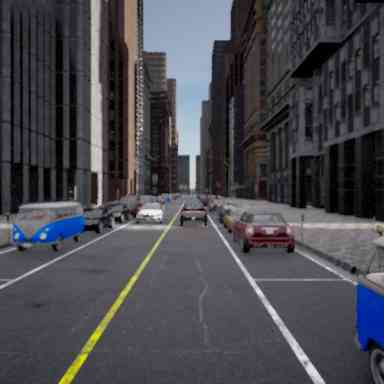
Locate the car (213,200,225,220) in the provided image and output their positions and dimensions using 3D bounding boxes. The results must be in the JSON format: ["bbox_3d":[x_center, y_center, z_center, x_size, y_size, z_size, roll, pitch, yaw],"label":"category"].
[{"bbox_3d":[2.769,1.546,25.008,2.008,1.369,4.403,0,0,0],"label":"car"}]

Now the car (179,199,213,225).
[{"bbox_3d":[0.109,1.486,23.811,2.128,1.511,4.902,0,0,0],"label":"car"}]

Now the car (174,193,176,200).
[{"bbox_3d":[-5.738,1.539,81.366,2.008,1.369,4.403,0,0,0],"label":"car"}]

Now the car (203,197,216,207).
[{"bbox_3d":[2.778,1.535,53.189,1.887,1.381,4.507,0,0,0],"label":"car"}]

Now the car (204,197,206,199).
[{"bbox_3d":[2.774,1.558,41.916,1.947,1.339,4.313,0,0,0],"label":"car"}]

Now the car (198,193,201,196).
[{"bbox_3d":[2.783,1.428,70.097,1.967,1.590,4.097,0,0,0],"label":"car"}]

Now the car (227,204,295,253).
[{"bbox_3d":[2.765,1.437,13.735,1.967,1.590,4.097,0,0,0],"label":"car"}]

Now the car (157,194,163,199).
[{"bbox_3d":[-5.749,1.431,47.547,1.967,1.590,4.097,0,0,0],"label":"car"}]

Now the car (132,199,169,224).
[{"bbox_3d":[-2.991,1.541,25.066,1.812,1.442,4.674,0,0,0],"label":"car"}]

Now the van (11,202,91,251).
[{"bbox_3d":[-5.761,1.338,13.726,1.690,1.788,3.998,0,0,0],"label":"van"}]

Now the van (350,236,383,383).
[{"bbox_3d":[2.761,1.341,2.462,1.690,1.788,3.998,0,0,0],"label":"van"}]

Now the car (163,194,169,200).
[{"bbox_3d":[-5.746,1.429,58.820,1.967,1.590,4.097,0,0,0],"label":"car"}]

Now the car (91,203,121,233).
[{"bbox_3d":[-5.758,1.562,19.363,1.947,1.339,4.313,0,0,0],"label":"car"}]

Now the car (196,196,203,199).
[{"bbox_3d":[0.115,1.592,46.119,1.895,1.301,4.718,0,0,0],"label":"car"}]

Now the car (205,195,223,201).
[{"bbox_3d":[2.772,1.433,36.280,1.967,1.590,4.097,0,0,0],"label":"car"}]

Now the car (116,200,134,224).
[{"bbox_3d":[-5.756,1.561,25.000,1.947,1.339,4.313,0,0,0],"label":"car"}]

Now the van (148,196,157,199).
[{"bbox_3d":[-5.751,1.333,41.910,1.690,1.788,3.998,0,0,0],"label":"van"}]

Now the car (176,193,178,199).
[{"bbox_3d":[-5.735,1.431,92.639,1.967,1.590,4.097,0,0,0],"label":"car"}]

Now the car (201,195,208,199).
[{"bbox_3d":[2.775,1.306,47.553,2.192,1.841,5.009,0,0,0],"label":"car"}]

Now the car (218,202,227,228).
[{"bbox_3d":[2.767,1.521,19.541,1.752,1.417,4.829,0,0,0],"label":"car"}]

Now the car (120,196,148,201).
[{"bbox_3d":[-5.755,1.309,30.636,2.192,1.841,5.009,0,0,0],"label":"car"}]

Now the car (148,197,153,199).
[{"bbox_3d":[-5.752,1.537,36.273,1.887,1.381,4.507,0,0,0],"label":"car"}]

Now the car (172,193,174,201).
[{"bbox_3d":[-5.740,1.513,75.560,1.752,1.417,4.829,0,0,0],"label":"car"}]

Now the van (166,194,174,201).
[{"bbox_3d":[-5.737,1.331,87.003,1.690,1.788,3.998,0,0,0],"label":"van"}]

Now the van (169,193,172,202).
[{"bbox_3d":[-5.742,1.329,70.093,1.690,1.788,3.998,0,0,0],"label":"van"}]
